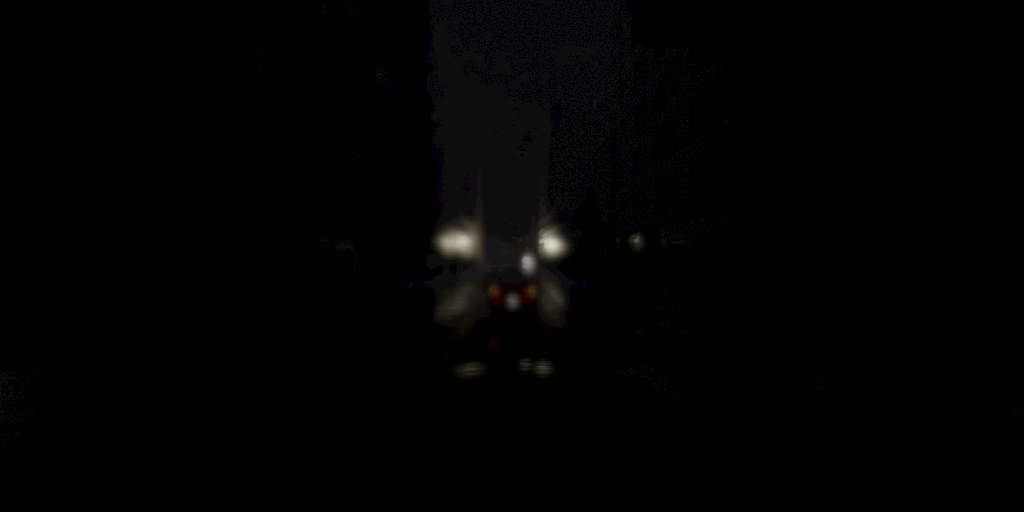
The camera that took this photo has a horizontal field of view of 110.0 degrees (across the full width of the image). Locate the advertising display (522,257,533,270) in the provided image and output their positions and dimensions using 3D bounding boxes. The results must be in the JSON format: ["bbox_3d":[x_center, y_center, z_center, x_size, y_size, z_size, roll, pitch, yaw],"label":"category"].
[{"bbox_3d":[3.016,1.407,63.583,1.540,2.440,0.280,0,0,0],"label":"advertising display"}]

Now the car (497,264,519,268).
[{"bbox_3d":[0.051,1.606,29.383,1.994,1.385,4.181,0,0,1],"label":"car"}]

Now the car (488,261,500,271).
[{"bbox_3d":[-2.804,1.687,58.729,2.097,1.767,4.553,0,-1,0],"label":"car"}]

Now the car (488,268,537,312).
[{"bbox_3d":[0.052,1.416,14.922,1.812,1.442,4.674,0,0,0],"label":"car"}]
